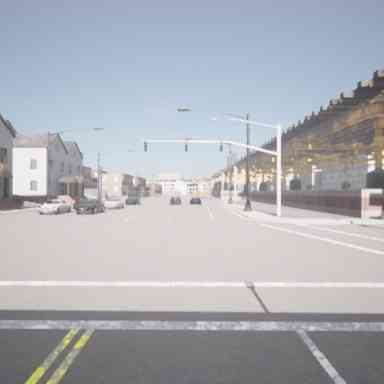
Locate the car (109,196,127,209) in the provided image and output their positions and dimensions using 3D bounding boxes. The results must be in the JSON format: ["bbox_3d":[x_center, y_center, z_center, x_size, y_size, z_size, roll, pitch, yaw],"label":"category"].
[{"bbox_3d":[-10.275,1.496,43.778,1.812,1.442,4.674,0,0,1],"label":"car"}]

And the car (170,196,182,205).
[{"bbox_3d":[-2.855,1.451,58.997,2.128,1.511,4.902,0,0,1],"label":"car"}]

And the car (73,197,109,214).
[{"bbox_3d":[-10.485,1.481,34.541,1.837,1.490,4.892,0,0,1],"label":"car"}]

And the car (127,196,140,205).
[{"bbox_3d":[-9.997,1.439,56.260,1.882,1.535,5.008,0,0,2],"label":"car"}]

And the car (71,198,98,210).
[{"bbox_3d":[-13.792,1.535,42.954,1.994,1.385,4.181,0,0,2],"label":"car"}]

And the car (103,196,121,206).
[{"bbox_3d":[-13.491,1.467,56.410,1.837,1.490,4.892,0,0,1],"label":"car"}]

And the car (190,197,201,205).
[{"bbox_3d":[0.644,1.524,58.921,1.994,1.385,4.181,0,0,1],"label":"car"}]

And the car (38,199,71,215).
[{"bbox_3d":[-13.993,1.502,34.244,1.812,1.442,4.674,0,0,1],"label":"car"}]
